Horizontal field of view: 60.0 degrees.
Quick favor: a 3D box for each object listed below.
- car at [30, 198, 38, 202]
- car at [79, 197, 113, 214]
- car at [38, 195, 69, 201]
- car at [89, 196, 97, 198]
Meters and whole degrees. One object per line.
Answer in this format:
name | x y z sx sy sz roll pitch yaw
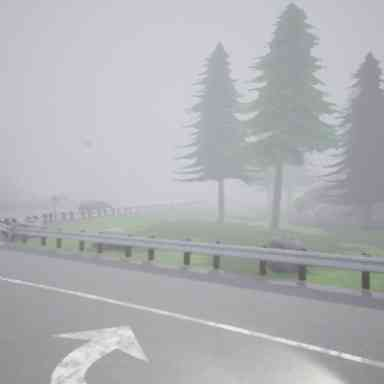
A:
car | -33.099 2.025 72.185 1.812 1.442 4.674 -1 0 15
car | -11.217 1.716 39.160 1.837 1.490 4.892 -1 0 21
car | -25.114 1.620 61.615 2.150 2.045 5.566 -1 0 19
car | -22.130 1.764 73.912 2.097 1.767 4.553 -1 0 11
